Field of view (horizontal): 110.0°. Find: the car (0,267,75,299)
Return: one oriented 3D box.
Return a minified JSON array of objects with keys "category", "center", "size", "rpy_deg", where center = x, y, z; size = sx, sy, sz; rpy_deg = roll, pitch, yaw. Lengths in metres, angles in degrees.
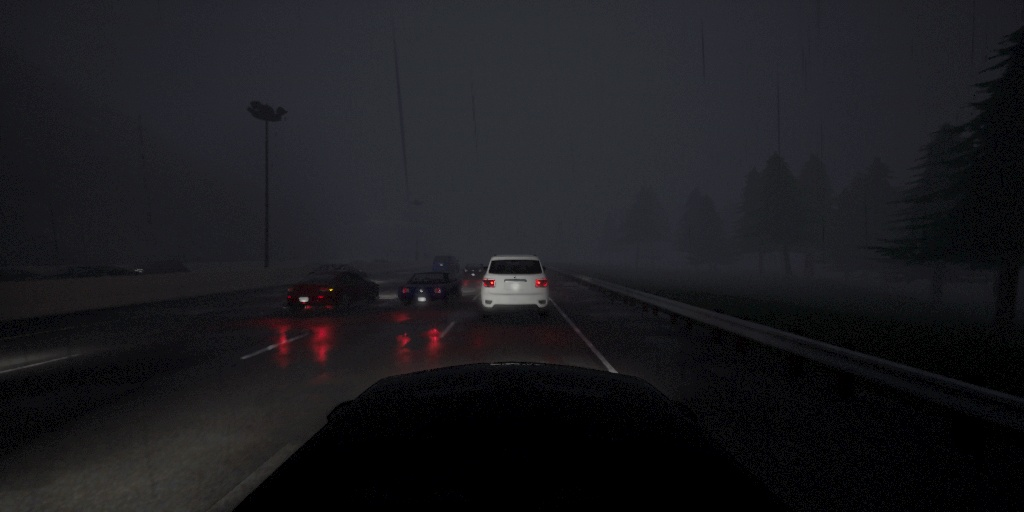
[{"category":"car","center":[-24.596,1.292,16.650],"size":[2.033,1.411,5.357],"rpy_deg":[0,0,0]}]

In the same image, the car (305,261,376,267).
[{"category":"car","center":[-10.395,1.234,21.720],"size":[2.128,1.511,4.902],"rpy_deg":[0,0,0]}]

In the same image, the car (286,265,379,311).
[{"category":"car","center":[-6.897,1.271,14.194],"size":[1.812,1.442,4.674],"rpy_deg":[0,0,0]}]

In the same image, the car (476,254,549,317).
[{"category":"car","center":[0.103,0.967,13.267],"size":[2.150,2.045,5.566],"rpy_deg":[0,0,0]}]

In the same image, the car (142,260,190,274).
[{"category":"car","center":[-28.087,1.093,28.116],"size":[2.097,1.767,4.553],"rpy_deg":[0,0,0]}]

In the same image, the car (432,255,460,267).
[{"category":"car","center":[-6.891,0.958,37.733],"size":[2.150,2.045,5.566],"rpy_deg":[0,0,0]}]

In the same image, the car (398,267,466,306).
[{"category":"car","center":[-3.396,1.346,15.784],"size":[1.895,1.301,4.718],"rpy_deg":[0,0,0]}]

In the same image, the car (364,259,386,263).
[{"category":"car","center":[-21.292,1.234,57.127],"size":[1.837,1.490,4.892],"rpy_deg":[0,0,-2]}]

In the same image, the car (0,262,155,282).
[{"category":"car","center":[-21.095,1.236,17.524],"size":[2.128,1.511,4.902],"rpy_deg":[0,0,0]}]

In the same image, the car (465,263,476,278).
[{"category":"car","center":[-3.394,1.339,33.680],"size":[1.895,1.301,4.718],"rpy_deg":[0,0,0]}]
